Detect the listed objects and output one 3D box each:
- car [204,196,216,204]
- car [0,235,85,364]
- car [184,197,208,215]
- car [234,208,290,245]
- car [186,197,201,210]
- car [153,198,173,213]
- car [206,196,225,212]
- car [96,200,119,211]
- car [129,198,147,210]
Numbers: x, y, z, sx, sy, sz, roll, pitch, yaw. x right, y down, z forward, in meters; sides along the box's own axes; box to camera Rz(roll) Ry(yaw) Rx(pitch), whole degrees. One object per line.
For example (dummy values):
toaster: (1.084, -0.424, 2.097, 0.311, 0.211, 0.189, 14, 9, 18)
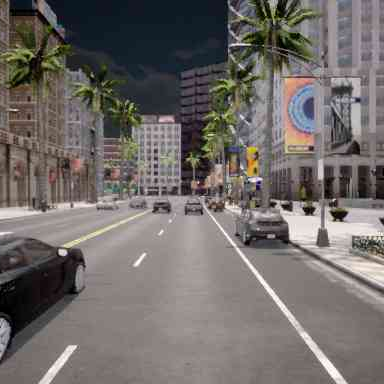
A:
car: (3.578, 1.513, 66.809, 2.161, 1.482, 4.786, 0, 0, 0)
car: (-3.394, 1.478, 5.673, 1.882, 1.535, 5.008, 0, 0, 0)
car: (0.189, 1.491, 34.247, 2.128, 1.511, 4.902, 0, 0, 0)
car: (3.128, 1.481, 15.505, 2.231, 1.521, 4.892, 0, 0, 0)
car: (0.221, 1.505, 44.504, 1.837, 1.490, 4.892, 0, 0, 0)
car: (-3.303, 1.504, 37.603, 1.837, 1.490, 4.892, 0, 0, 0)
car: (3.214, 1.354, 44.880, 2.185, 1.767, 4.553, 0, 0, 0)
car: (-10.489, 1.601, 41.383, 1.895, 1.301, 4.718, 0, 0, 0)
car: (-6.980, 1.505, 43.233, 1.837, 1.490, 4.892, 0, 0, 0)
